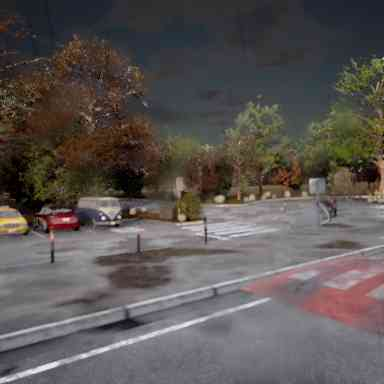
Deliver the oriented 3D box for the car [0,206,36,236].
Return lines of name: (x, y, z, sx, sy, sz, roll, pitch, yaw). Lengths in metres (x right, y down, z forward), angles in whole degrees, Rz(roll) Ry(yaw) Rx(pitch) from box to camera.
car: (-10.614, 1.599, 18.939, 1.946, 1.575, 5.366, 0, 0, -36)

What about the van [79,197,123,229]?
van: (-6.141, 1.340, 22.224, 1.878, 1.987, 4.442, 0, 0, -36)

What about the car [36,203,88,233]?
car: (-8.480, 1.613, 20.730, 2.163, 1.488, 4.792, 0, 0, -36)
